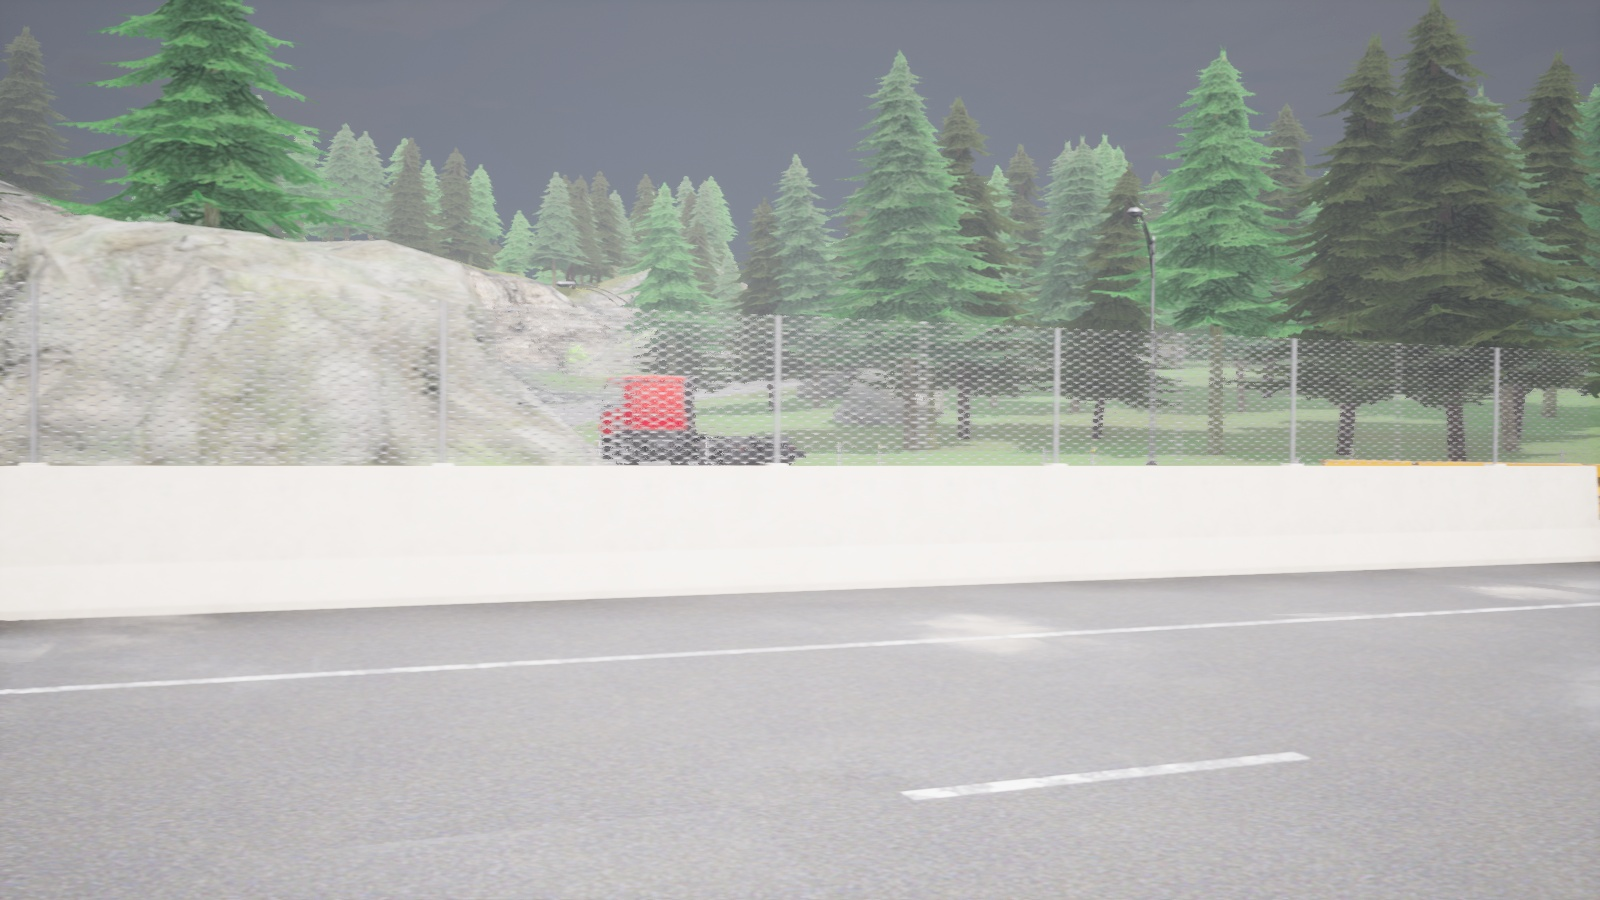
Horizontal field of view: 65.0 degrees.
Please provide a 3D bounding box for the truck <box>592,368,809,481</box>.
[{"bbox_3d":[-3.507,-0.843,42.401,2.891,3.462,7.936,-2,2,-44],"label":"truck"}]
